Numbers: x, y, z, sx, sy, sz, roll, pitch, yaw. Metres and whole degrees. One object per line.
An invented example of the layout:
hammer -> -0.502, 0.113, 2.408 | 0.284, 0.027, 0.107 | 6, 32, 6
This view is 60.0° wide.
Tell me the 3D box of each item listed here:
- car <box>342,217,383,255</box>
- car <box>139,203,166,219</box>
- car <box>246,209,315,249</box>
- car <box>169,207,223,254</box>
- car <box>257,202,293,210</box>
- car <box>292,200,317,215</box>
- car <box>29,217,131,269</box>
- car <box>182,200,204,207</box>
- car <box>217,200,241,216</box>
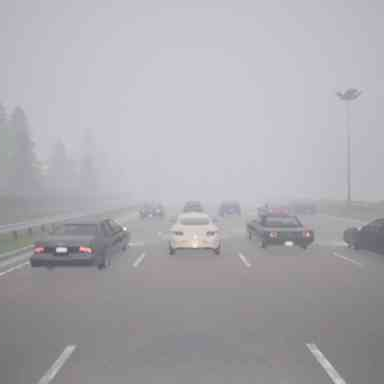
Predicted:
car -> 7.097, 1.562, 11.224 | 2.033, 1.411, 5.357 | 0, 0, 0
car -> -3.405, 1.640, 29.618 | 1.895, 1.301, 4.718 | 0, 0, 0
car -> 3.597, 1.620, 14.524 | 1.895, 1.301, 4.718 | 0, 0, 0
car -> 0.096, 1.544, 13.436 | 1.812, 1.442, 4.674 | 0, 0, 0
car -> 7.094, 1.640, 29.630 | 1.895, 1.301, 4.718 | 0, 0, 0
car -> 10.594, 1.521, 32.773 | 1.882, 1.535, 5.008 | 0, 0, 0
car -> -3.403, 1.563, 11.180 | 2.033, 1.411, 5.357 | 0, 0, 0
car -> 0.095, 1.546, 31.314 | 1.837, 1.490, 4.892 | 0, 0, 0
car -> 3.594, 1.521, 32.763 | 1.882, 1.535, 5.008 | 0, 0, 0
